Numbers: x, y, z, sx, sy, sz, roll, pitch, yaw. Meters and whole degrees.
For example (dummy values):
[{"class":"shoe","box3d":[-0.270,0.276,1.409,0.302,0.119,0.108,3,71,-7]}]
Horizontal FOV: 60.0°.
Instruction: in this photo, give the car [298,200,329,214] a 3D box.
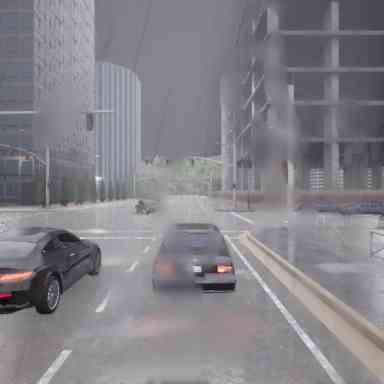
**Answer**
[{"class":"car","box3d":[12.980,1.508,33.767,4.181,1.385,1.994,0,0,0]}]

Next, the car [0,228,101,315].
[{"class":"car","box3d":[-3.454,1.526,7.459,1.812,1.442,4.674,0,0,0]}]

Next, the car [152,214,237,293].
[{"class":"car","box3d":[0.054,1.547,8.976,2.033,1.411,5.357,0,0,0]}]

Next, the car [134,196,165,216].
[{"class":"car","box3d":[-4.242,1.475,32.354,1.837,1.490,4.892,-2,1,-26]}]

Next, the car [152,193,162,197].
[{"class":"car","box3d":[-7.143,1.221,66.734,2.150,2.045,5.566,0,0,0]}]

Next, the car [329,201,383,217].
[{"class":"car","box3d":[15.848,1.492,30.283,5.357,1.411,2.033,0,0,0]}]
